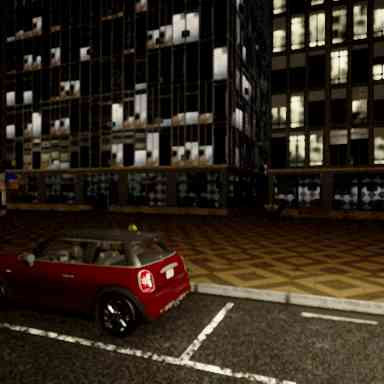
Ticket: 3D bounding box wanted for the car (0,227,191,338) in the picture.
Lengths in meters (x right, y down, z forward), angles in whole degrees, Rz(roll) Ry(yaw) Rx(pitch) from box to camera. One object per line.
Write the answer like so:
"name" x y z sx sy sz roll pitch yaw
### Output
"car" -2.182 1.437 6.487 4.097 1.590 1.967 0 0 22
